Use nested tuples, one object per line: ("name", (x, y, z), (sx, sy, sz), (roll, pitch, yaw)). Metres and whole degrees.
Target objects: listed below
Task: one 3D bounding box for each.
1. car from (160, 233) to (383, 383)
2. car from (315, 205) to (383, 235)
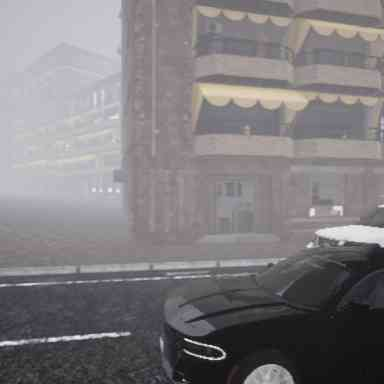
("car", (2.092, 1.497, 4.396), (5.008, 1.535, 1.882), (1, 0, -13))
("car", (5.819, 1.282, 8.588), (5.566, 2.045, 2.150), (1, 0, -13))
